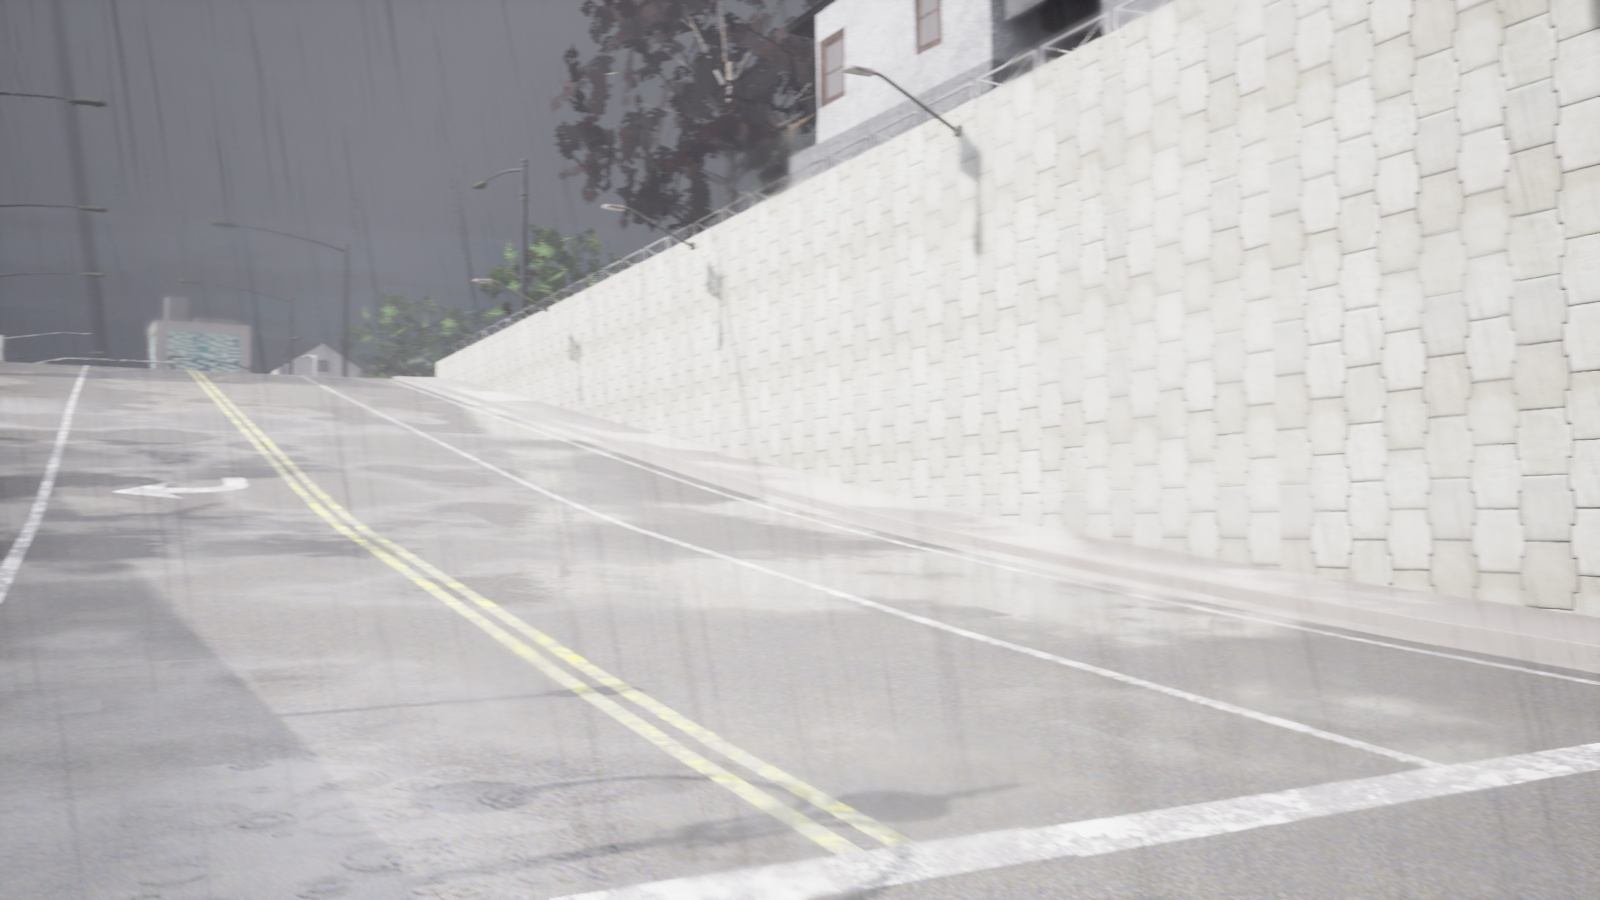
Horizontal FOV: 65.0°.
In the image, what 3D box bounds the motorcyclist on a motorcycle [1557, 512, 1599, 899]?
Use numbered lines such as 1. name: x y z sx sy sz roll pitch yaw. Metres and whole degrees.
1. motorcyclist on a motorcycle: 3.564 0.954 3.667 2.191 1.530 0.866 -2 -4 38
